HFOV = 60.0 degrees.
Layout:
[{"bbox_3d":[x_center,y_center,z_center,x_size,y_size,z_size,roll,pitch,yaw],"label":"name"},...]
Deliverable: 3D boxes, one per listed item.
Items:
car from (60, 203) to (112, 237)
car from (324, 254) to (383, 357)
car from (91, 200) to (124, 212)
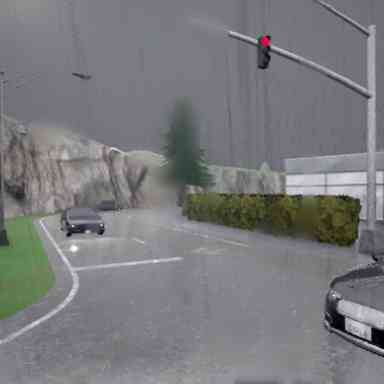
[{"bbox_3d":[-6.210,1.545,18.479,2.033,1.411,5.357,0,0,-26],"label":"car"},{"bbox_3d":[4.319,1.485,5.347,4.902,1.511,2.128,0,0,-26],"label":"car"},{"bbox_3d":[-9.822,1.540,36.104,2.033,1.411,5.357,0,0,33],"label":"car"}]
